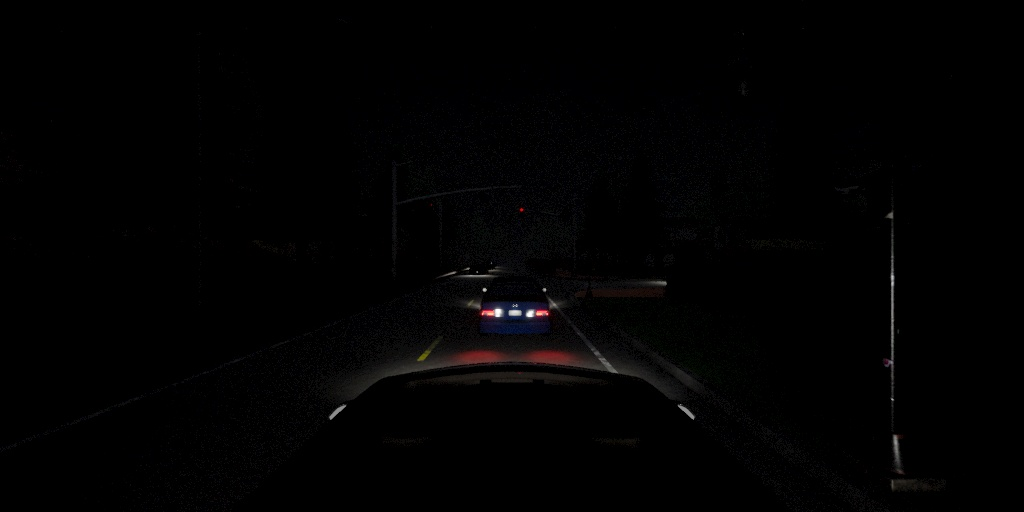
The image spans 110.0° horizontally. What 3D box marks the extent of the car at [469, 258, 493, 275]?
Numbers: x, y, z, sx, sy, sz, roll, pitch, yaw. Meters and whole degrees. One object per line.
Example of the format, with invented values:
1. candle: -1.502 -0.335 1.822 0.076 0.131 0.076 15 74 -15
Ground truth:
1. car: -3.625 1.296 40.032 2.033 1.411 5.357 0 0 0

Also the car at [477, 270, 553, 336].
1. car: 0.074 1.297 10.387 2.033 1.411 5.357 0 0 0

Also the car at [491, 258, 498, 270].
1. car: -3.632 1.099 53.218 2.097 1.767 4.553 0 0 0
